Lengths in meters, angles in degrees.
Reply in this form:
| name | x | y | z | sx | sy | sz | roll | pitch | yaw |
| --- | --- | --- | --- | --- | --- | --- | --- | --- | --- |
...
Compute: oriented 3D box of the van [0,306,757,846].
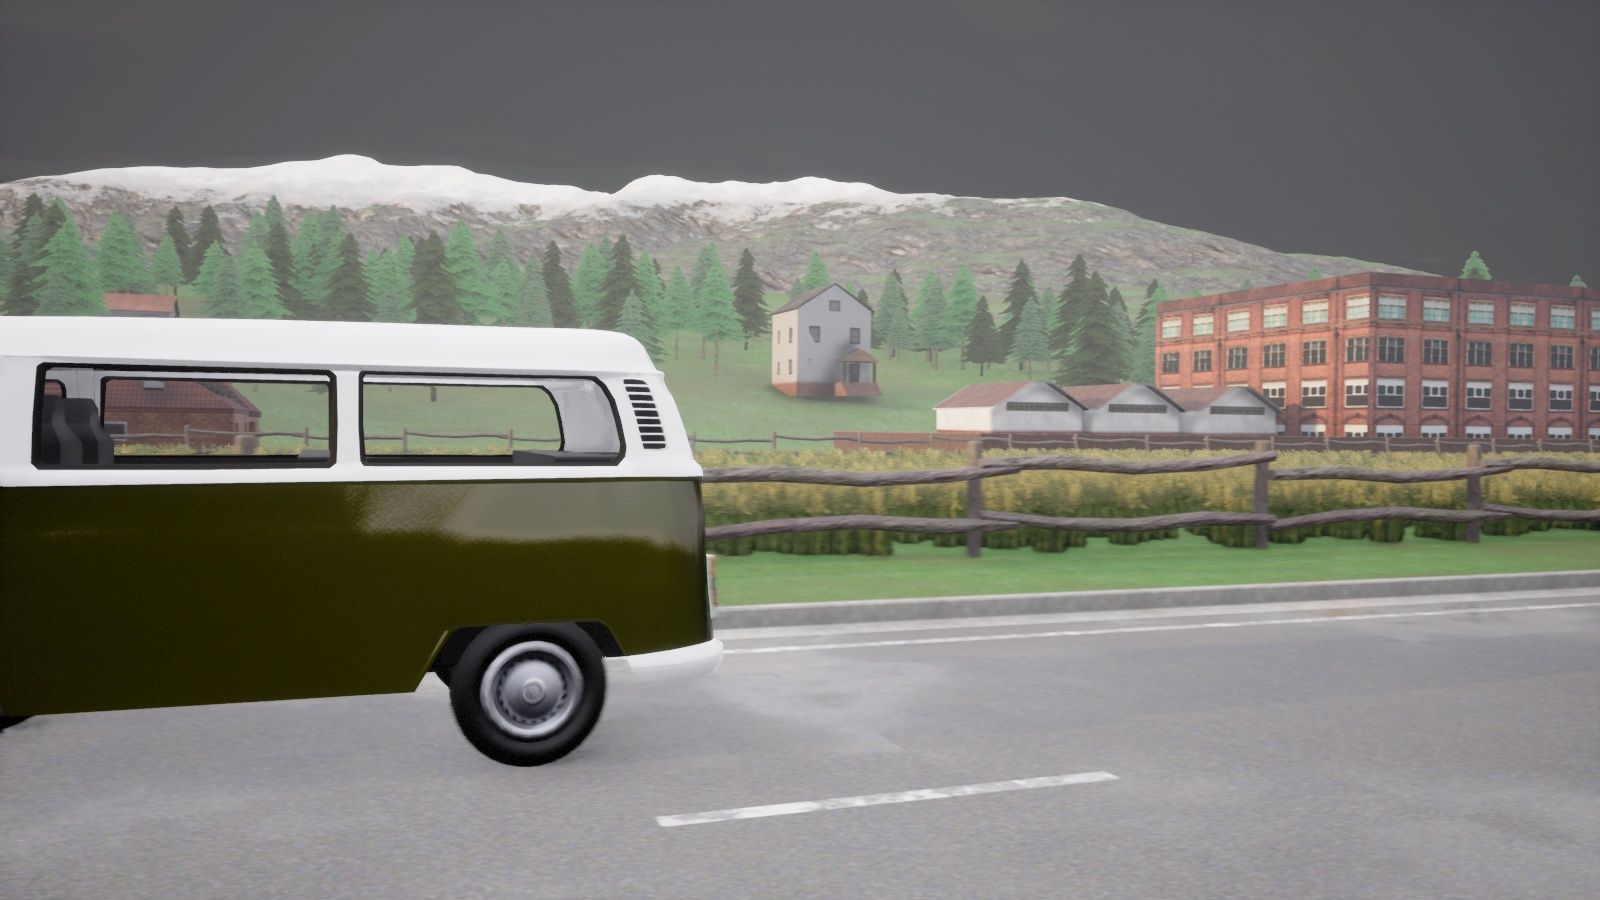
| name | x | y | z | sx | sy | sz | roll | pitch | yaw |
| --- | --- | --- | --- | --- | --- | --- | --- | --- | --- |
| van | -2.672 | 0.453 | 5.965 | 4.480 | 2.038 | 2.069 | -1 | 1 | -21 |
